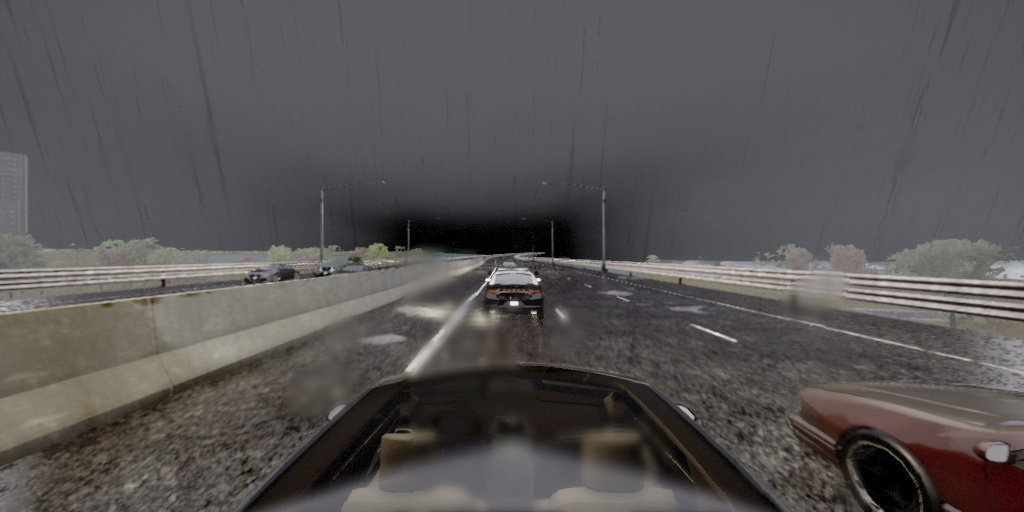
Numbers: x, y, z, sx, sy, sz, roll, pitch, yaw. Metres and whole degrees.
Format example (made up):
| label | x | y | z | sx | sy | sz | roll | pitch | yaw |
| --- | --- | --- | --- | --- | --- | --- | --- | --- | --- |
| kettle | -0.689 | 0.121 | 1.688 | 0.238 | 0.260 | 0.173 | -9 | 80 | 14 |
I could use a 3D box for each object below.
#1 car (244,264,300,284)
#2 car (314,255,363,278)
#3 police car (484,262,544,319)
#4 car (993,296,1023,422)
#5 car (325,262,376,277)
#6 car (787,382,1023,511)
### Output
| label | x | y | z | sx | sy | sz | roll | pitch | yaw |
| --- | --- | --- | --- | --- | --- | --- | --- | --- | --- |
| car | -17.803 | 1.310 | 26.803 | 1.994 | 1.385 | 4.181 | 0 | 0 | -1 |
| car | -14.357 | 0.965 | 30.284 | 2.150 | 2.045 | 5.566 | 0 | 0 | -1 |
| police car | 0.048 | 1.174 | 13.015 | 1.930 | 1.638 | 5.238 | 0 | 0 | 0 |
| car | 7.092 | 1.254 | 2.158 | 1.837 | 1.490 | 4.892 | 0 | 0 | 0 |
| car | -10.775 | 1.310 | 24.863 | 1.994 | 1.385 | 4.181 | 0 | 0 | -1 |
| car | 3.597 | 1.297 | 0.971 | 2.033 | 1.411 | 5.357 | 0 | 0 | 0 |
